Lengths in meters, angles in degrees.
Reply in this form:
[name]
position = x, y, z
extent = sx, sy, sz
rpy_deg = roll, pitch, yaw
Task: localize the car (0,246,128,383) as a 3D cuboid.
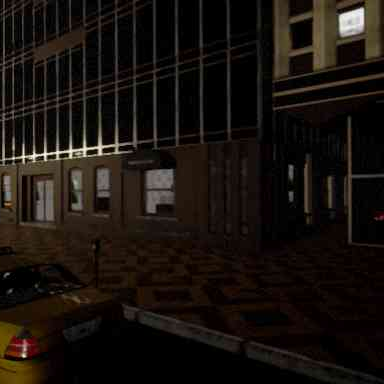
[car]
position = -3.111, 1.517, 5.103
extent = 4.829, 1.417, 1.752
rpy_deg = 0, 0, 36
